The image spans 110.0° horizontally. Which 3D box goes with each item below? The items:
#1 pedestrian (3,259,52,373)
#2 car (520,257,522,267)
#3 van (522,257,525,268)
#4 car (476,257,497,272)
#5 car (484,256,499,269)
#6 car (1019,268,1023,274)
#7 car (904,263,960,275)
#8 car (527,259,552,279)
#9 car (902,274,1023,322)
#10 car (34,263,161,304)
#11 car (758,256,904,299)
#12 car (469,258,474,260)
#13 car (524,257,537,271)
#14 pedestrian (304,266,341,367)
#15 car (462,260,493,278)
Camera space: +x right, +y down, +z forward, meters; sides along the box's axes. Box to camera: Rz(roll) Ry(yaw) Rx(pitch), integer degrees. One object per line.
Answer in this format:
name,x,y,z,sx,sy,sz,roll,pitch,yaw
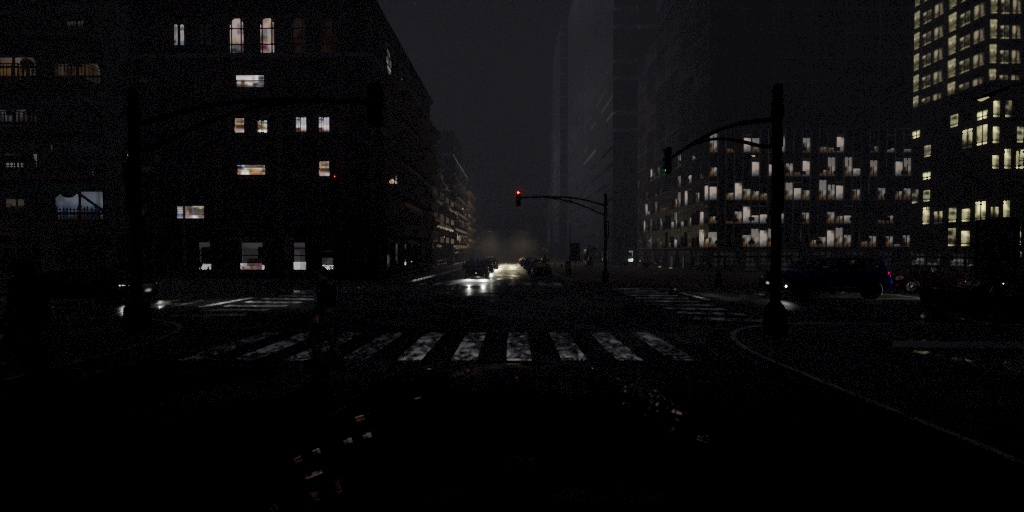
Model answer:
pedestrian,-7.595,0.888,5.611,0.375,1.860,0.375,-1,1,0
car,2.618,1.240,55.109,1.888,1.381,4.507,0,0,0
van,2.623,1.045,49.462,1.690,1.789,3.998,0,0,0
car,-3.125,1.218,43.040,1.837,1.490,4.892,0,0,0
car,-3.114,1.052,52.919,2.097,1.767,4.553,0,0,1
car,25.748,1.336,18.016,4.902,1.511,2.128,0,1,1
car,23.360,1.230,20.780,4.097,1.591,1.967,0,0,1
car,2.635,1.272,32.525,1.888,1.381,4.507,0,0,0
car,16.707,1.445,12.228,4.403,1.370,2.007,0,0,1
car,-18.013,1.185,15.386,4.902,1.511,2.128,0,1,1
car,15.727,1.020,18.145,5.566,2.045,2.150,0,1,1
car,-5.726,1.270,49.423,1.948,1.339,4.313,0,0,0
car,2.631,1.159,38.170,1.967,1.591,4.097,0,0,0
pedestrian,-3.366,1.045,6.350,0.375,1.860,0.375,-1,1,0
car,-3.113,1.290,32.864,1.994,1.385,4.181,0,0,0
